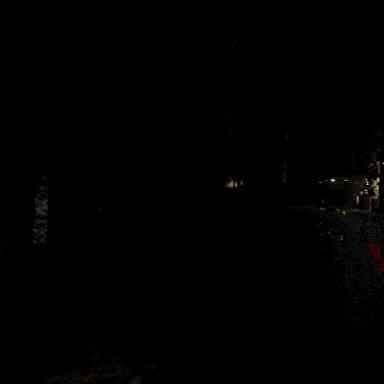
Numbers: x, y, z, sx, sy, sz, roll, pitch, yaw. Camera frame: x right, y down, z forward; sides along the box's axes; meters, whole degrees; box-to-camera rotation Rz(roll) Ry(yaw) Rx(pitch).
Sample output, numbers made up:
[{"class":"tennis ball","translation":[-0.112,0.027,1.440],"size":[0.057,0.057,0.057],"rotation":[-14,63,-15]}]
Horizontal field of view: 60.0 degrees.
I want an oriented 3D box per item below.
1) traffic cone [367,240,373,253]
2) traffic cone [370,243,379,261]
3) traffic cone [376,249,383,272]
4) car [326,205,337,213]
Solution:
[{"class":"traffic cone","translation":[7.915,2.397,14.619],"size":[0.340,0.580,0.340],"rotation":[2,-1,23]},{"class":"traffic cone","translation":[7.140,2.349,12.776],"size":[0.340,0.580,0.340],"rotation":[2,-1,23]},{"class":"traffic cone","translation":[6.366,2.302,10.932],"size":[0.340,0.580,0.340],"rotation":[2,-1,23]},{"class":"car","translation":[27.861,3.321,66.507],"size":[1.812,1.442,4.674],"rotation":[2,-1,23]}]
